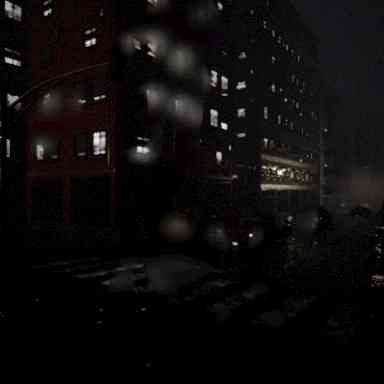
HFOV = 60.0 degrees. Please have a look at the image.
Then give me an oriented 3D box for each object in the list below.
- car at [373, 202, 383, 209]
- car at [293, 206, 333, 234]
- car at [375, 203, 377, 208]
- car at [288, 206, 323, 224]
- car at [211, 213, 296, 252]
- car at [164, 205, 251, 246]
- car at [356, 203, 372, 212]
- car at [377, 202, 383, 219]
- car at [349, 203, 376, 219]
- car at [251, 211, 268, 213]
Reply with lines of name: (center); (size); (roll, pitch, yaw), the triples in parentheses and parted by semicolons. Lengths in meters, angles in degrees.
car: (43.576, 3.153, 77.382); (1.887, 1.381, 4.507); (-1, -2, 35)
car: (8.153, 1.793, 22.905); (2.097, 1.767, 4.553); (0, -1, 35)
car: (40.282, 3.049, 72.736); (1.887, 1.381, 4.507); (-1, -2, 35)
car: (10.540, 2.093, 30.780); (1.752, 1.417, 4.829); (-1, -2, 35)
car: (3.055, 1.882, 15.719); (1.895, 1.301, 4.718); (0, -1, 35)
car: (0.758, 1.576, 16.984); (2.192, 1.841, 5.009); (-1, -2, 35)
car: (30.401, 2.737, 58.797); (1.887, 1.381, 4.507); (-1, -2, 35)
car: (23.582, 2.083, 39.138); (2.150, 2.045, 5.566); (0, -1, 35)
car: (20.263, 2.368, 39.899); (2.033, 1.411, 5.357); (0, -1, 36)
car: (4.051, 1.909, 21.625); (1.887, 1.381, 4.507); (-1, -2, 35)
